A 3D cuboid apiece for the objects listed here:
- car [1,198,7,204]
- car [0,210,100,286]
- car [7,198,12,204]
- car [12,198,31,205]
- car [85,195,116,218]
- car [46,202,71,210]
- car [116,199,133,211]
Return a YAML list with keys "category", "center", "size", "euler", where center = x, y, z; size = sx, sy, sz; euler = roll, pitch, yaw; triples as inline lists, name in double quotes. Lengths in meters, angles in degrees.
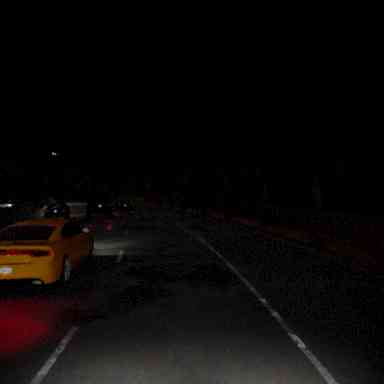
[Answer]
- category: "car"
  center: [-43.058, 2.081, 77.612]
  size: [2.097, 1.767, 4.553]
  euler: [0, -3, -19]
- category: "car"
  center: [-4.114, 1.494, 9.414]
  size: [1.882, 1.535, 5.008]
  euler: [0, 0, -6]
- category: "car"
  center: [-36.670, 1.903, 69.715]
  size: [1.895, 1.301, 4.718]
  euler: [0, -1, -19]
- category: "car"
  center: [-28.229, 1.776, 55.703]
  size: [1.895, 1.301, 4.718]
  euler: [0, 0, -18]
- category: "car"
  center: [-8.449, 1.265, 30.216]
  size: [2.150, 2.045, 5.566]
  euler: [0, 0, -17]
- category: "car"
  center: [-11.785, 1.610, 29.257]
  size: [2.033, 1.411, 5.357]
  euler: [0, 0, -17]
- category: "car"
  center: [-8.709, 1.614, 42.143]
  size: [1.994, 1.385, 4.181]
  euler: [0, 0, -19]
